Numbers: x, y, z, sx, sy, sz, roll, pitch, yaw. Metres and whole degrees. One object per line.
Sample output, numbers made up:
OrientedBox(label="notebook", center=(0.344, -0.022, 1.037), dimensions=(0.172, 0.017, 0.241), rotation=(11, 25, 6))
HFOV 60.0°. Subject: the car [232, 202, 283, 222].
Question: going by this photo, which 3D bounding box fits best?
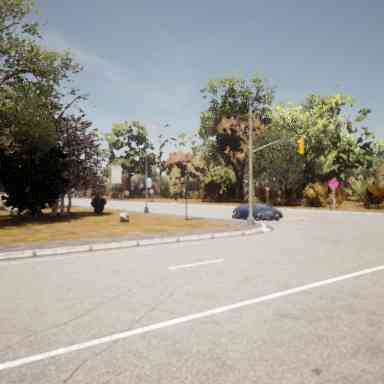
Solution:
OrientedBox(label="car", center=(5.163, 1.540, 26.538), dimensions=(1.994, 1.385, 4.181), rotation=(0, 0, -38))
